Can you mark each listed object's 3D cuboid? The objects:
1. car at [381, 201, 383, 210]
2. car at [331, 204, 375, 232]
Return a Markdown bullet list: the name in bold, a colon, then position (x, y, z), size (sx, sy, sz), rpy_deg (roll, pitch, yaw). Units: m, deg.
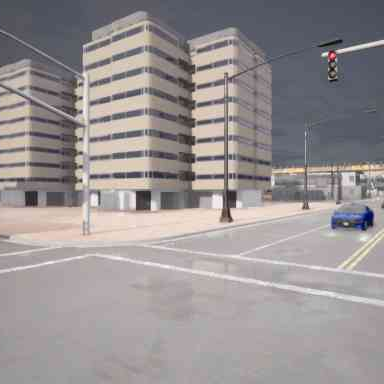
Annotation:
- **car**: position (24.901, 1.577, 41.651), size (1.895, 1.301, 4.718), rpy_deg (0, 0, 35)
- **car**: position (10.045, 1.495, 20.656), size (1.882, 1.535, 5.008), rpy_deg (0, 0, 35)
